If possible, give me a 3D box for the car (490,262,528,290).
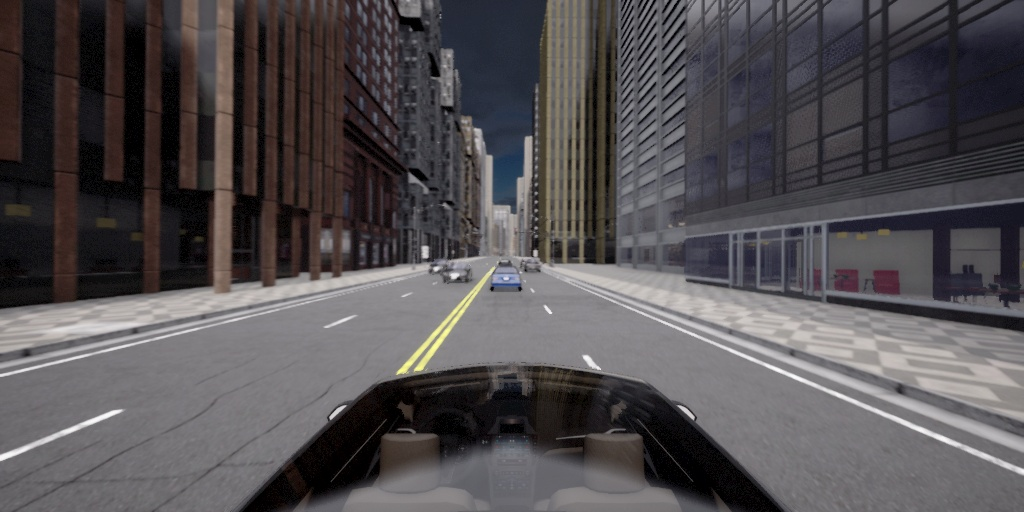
[{"bbox_3d":[-0.373,1.274,22.099,2.033,1.411,5.357,0,0,-1],"label":"car"}]

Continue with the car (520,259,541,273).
[{"bbox_3d":[2.412,1.168,43.389,2.128,1.511,4.902,0,0,-1],"label":"car"}]

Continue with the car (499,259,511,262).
[{"bbox_3d":[-0.895,1.117,46.005,1.882,1.535,5.008,0,0,-1],"label":"car"}]

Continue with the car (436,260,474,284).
[{"bbox_3d":[-3.920,1.182,26.477,2.128,1.511,4.902,0,0,-1],"label":"car"}]

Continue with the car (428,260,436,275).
[{"bbox_3d":[-7.399,1.121,37.290,2.128,1.511,4.902,0,0,-1],"label":"car"}]
